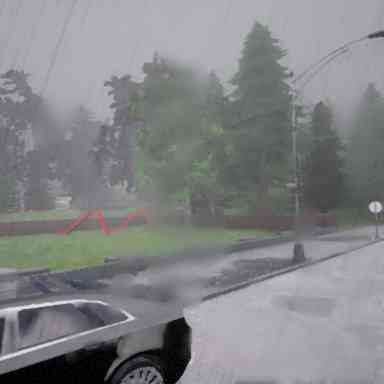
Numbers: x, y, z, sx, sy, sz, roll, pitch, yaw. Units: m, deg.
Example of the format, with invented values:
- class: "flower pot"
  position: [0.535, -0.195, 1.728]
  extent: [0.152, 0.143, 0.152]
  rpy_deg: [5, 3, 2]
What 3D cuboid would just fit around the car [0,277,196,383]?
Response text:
- class: "car"
  position: [-2.186, 1.715, 3.144]
  extent: [4.902, 1.511, 2.128]
  rpy_deg: [1, -3, -41]
